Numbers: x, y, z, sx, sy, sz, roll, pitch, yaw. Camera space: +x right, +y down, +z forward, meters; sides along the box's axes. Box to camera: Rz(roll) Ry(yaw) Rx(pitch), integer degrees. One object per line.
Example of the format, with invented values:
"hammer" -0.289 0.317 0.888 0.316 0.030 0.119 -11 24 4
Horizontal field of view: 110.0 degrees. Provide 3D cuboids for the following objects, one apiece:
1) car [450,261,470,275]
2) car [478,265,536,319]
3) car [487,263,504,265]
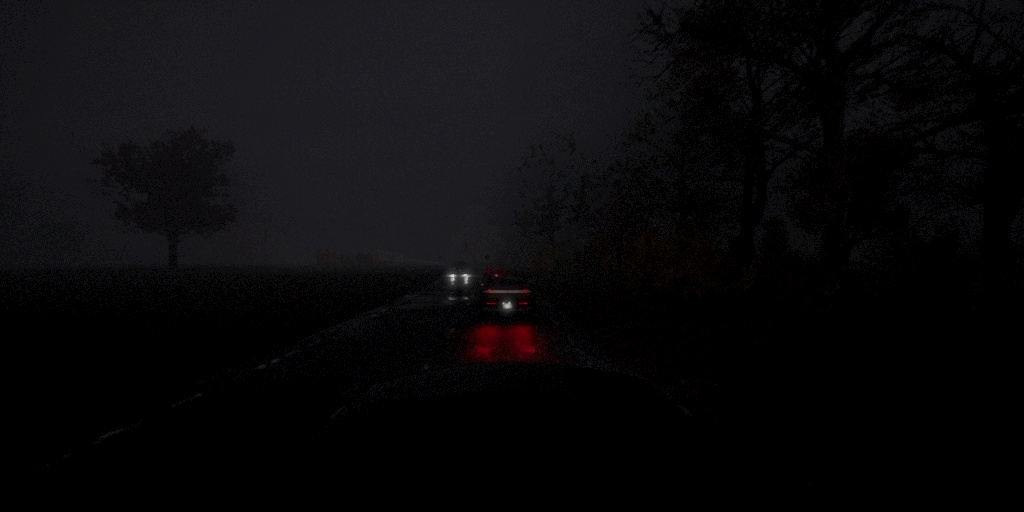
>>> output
"car" -6.073 1.352 41.932 1.837 1.490 4.892 0 0 -8
"car" -0.217 1.270 13.005 2.128 1.511 4.902 0 0 -2
"car" -1.381 1.295 29.656 1.882 1.535 5.008 0 0 -5
